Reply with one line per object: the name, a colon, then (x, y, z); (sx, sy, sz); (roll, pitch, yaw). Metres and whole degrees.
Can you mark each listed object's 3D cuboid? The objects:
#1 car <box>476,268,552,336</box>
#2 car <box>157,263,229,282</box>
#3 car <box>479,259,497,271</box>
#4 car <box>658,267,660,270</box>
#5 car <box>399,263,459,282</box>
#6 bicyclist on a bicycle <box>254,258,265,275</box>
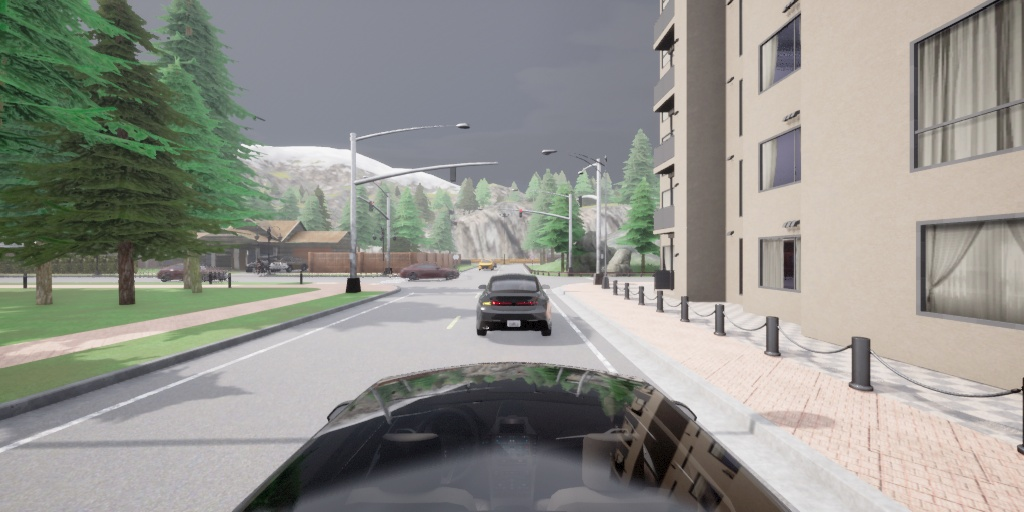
car: (0.062, 1.255, 10.382); (1.837, 1.490, 4.892); (0, 0, 0)
car: (-24.254, 1.261, 27.381); (4.674, 1.442, 1.812); (0, 0, -1)
car: (-3.563, 1.227, 50.248); (1.882, 1.535, 5.008); (0, 0, 0)
car: (16.028, 0.987, 32.081); (5.566, 2.045, 2.150); (0, 0, -1)
car: (-6.600, 1.269, 28.798); (4.674, 1.442, 1.812); (0, 0, -13)
bicyclist on a bicycle: (-24.546, 1.016, 34.882); (0.582, 1.620, 1.656); (0, 0, -1)
